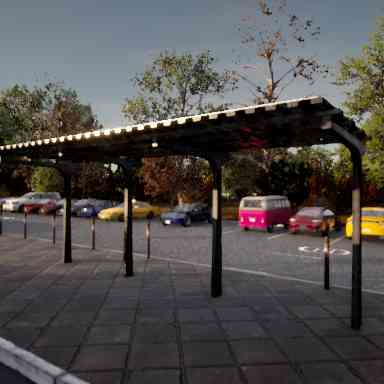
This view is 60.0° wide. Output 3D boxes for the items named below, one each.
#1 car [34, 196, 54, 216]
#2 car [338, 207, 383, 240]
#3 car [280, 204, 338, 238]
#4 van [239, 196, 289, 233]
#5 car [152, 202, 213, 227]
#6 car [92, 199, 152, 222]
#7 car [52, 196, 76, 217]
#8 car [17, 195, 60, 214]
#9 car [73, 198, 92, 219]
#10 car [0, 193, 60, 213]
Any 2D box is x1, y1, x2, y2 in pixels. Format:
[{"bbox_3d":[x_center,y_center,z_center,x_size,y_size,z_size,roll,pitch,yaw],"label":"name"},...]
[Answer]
[{"bbox_3d":[-11.442,1.361,30.752,2.097,1.535,5.008,0,0,35],"label":"car"},{"bbox_3d":[8.948,1.499,16.322,2.097,1.535,5.008,0,0,35],"label":"car"},{"bbox_3d":[6.681,1.524,17.927,2.002,1.452,4.674,0,0,35],"label":"car"},{"bbox_3d":[4.486,1.242,19.626,1.878,1.987,4.442,0,0,35],"label":"van"},{"bbox_3d":[-0.131,1.467,22.712,2.163,1.488,4.792,0,0,35],"label":"car"},{"bbox_3d":[-4.754,1.404,25.789,1.946,1.575,5.366,0,0,35],"label":"car"},{"bbox_3d":[-9.175,1.378,29.150,2.231,1.521,4.892,0,0,35],"label":"car"},{"bbox_3d":[-13.709,1.346,32.354,2.097,1.535,5.008,0,0,35],"label":"car"},{"bbox_3d":[-6.897,1.421,27.567,2.163,1.488,4.792,0,0,35],"label":"car"},{"bbox_3d":[-15.994,1.080,33.928,2.435,2.045,5.566,0,0,35],"label":"car"}]
